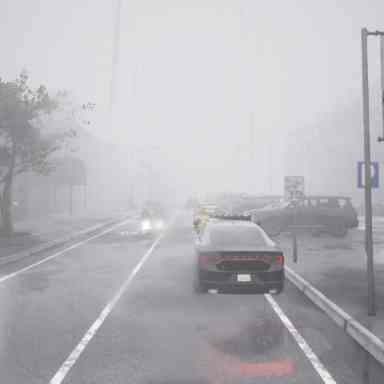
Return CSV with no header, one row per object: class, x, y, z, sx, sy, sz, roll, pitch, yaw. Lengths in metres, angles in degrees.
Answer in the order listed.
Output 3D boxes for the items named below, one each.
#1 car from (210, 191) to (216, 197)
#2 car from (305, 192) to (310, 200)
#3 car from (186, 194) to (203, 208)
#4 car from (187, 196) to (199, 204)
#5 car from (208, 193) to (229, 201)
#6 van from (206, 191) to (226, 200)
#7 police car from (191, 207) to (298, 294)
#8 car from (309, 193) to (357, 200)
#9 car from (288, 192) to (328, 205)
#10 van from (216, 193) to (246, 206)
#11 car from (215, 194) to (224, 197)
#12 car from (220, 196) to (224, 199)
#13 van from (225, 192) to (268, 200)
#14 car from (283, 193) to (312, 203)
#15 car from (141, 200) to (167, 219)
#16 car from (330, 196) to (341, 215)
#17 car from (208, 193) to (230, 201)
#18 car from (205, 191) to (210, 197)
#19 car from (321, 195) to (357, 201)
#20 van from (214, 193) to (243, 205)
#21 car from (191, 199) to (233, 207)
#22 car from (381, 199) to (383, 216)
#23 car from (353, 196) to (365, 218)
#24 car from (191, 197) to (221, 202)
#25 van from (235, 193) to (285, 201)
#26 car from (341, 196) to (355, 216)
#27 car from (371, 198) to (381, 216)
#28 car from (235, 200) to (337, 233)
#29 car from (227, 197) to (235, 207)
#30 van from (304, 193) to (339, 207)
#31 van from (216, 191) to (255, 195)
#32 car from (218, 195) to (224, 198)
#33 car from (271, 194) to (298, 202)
car,5.771,1.113,48.336,5.566,2.045,2.435,0,1,0
car,18.905,1.134,46.115,5.566,2.045,2.435,0,1,0
car,0.111,1.429,45.236,2.033,1.411,5.357,0,0,0
car,0.128,1.354,58.654,1.994,1.385,4.181,0,0,0
car,5.788,1.014,73.567,4.553,1.767,2.185,0,1,0
van,5.707,0.864,79.172,4.442,1.987,1.878,0,1,0
police car,0.994,1.422,8.904,1.930,1.638,5.238,0,0,0
car,18.846,1.153,43.338,5.566,2.045,2.435,0,0,0
car,18.912,1.060,54.441,5.566,2.045,2.435,0,1,0
van,5.918,1.114,51.140,4.442,1.987,1.878,0,1,0
car,5.801,1.409,42.730,4.892,1.521,2.231,0,0,0
car,5.819,1.470,37.119,4.792,1.488,2.163,0,0,0
van,5.669,1.231,31.514,4.442,1.987,1.878,0,0,0
car,18.919,1.136,59.995,4.553,1.767,2.185,0,1,0
car,-3.187,1.448,28.839,2.128,1.511,4.902,0,0,0
car,18.840,1.469,37.782,4.792,1.488,2.163,0,0,0
car,5.786,1.039,70.764,4.553,1.767,2.185,0,1,0
car,5.784,0.963,65.156,5.566,2.045,2.435,0,1,0
car,18.901,1.452,40.565,4.792,1.488,2.163,0,0,0
van,5.920,1.089,53.944,4.442,1.987,1.878,0,1,0
car,1.016,1.438,18.998,1.801,1.575,5.366,0,0,0
car,18.832,1.212,26.680,5.566,2.045,2.435,0,0,0
car,18.860,1.455,32.233,5.008,1.535,2.097,0,0,0
car,1.030,1.424,25.005,1.801,1.575,5.366,0,0,0
van,5.897,1.238,25.903,4.442,1.987,1.878,0,0,0
car,19.052,1.444,35.010,5.366,1.575,1.946,0,0,0
car,18.857,1.462,29.455,4.892,1.521,2.231,0,0,0
car,5.591,1.466,20.298,5.366,1.575,1.946,0,0,0
car,5.778,1.460,28.707,5.008,1.535,2.097,0,0,0
van,18.996,1.135,48.891,4.442,1.987,1.878,0,1,0
van,5.913,1.163,45.536,4.442,1.987,1.878,0,0,0
car,5.789,1.466,39.927,4.674,1.452,2.002,0,0,0
car,18.901,1.188,68.323,4.892,1.521,2.231,0,1,0
